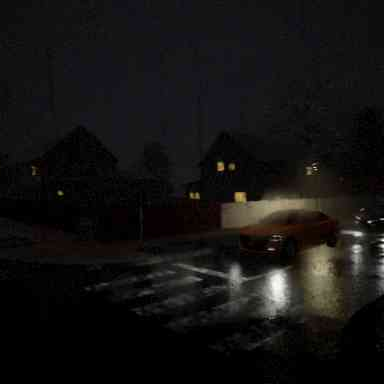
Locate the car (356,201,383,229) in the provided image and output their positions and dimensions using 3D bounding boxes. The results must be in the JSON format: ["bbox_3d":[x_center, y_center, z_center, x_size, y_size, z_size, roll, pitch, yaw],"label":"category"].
[{"bbox_3d":[11.157,1.308,19.205,4.892,1.490,1.837,-1,0,-42],"label":"car"}]

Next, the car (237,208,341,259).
[{"bbox_3d":[3.750,1.388,12.460,5.008,1.535,1.882,-1,0,-42],"label":"car"}]
